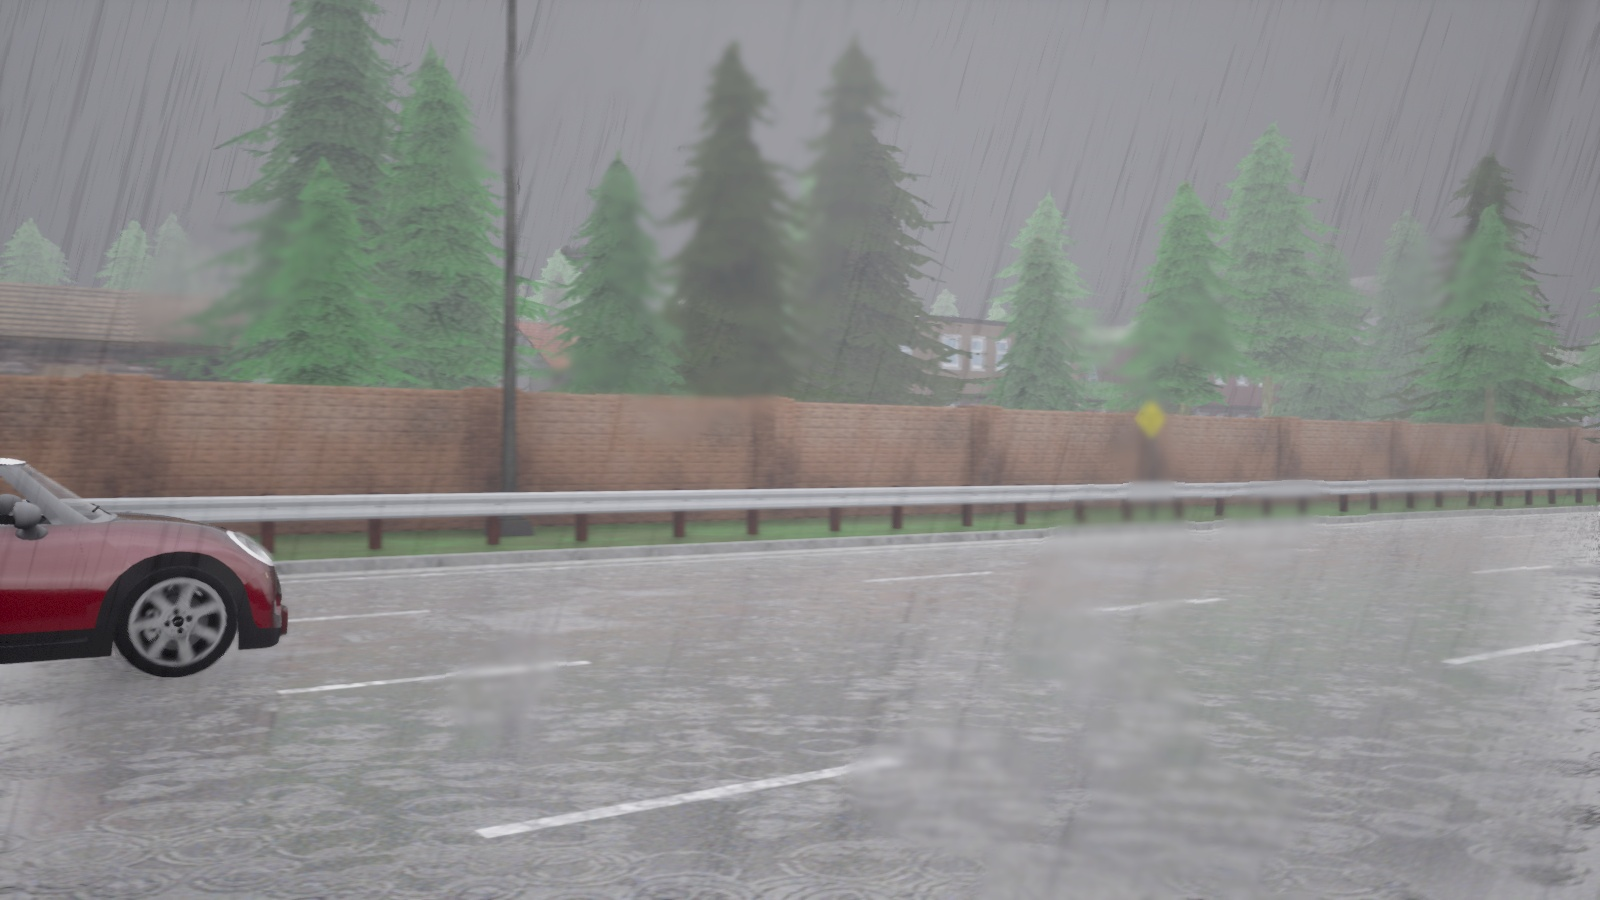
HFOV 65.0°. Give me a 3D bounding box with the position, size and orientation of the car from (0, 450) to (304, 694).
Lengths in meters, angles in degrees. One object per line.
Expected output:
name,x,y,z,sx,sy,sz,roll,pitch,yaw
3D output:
car,-5.530,0.742,8.338,3.806,1.475,1.970,0,0,-35

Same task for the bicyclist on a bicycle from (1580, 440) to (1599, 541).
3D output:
bicyclist on a bicycle,14.814,0.719,22.616,1.843,1.776,0.659,0,0,-36
